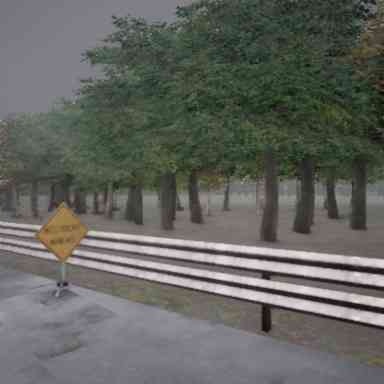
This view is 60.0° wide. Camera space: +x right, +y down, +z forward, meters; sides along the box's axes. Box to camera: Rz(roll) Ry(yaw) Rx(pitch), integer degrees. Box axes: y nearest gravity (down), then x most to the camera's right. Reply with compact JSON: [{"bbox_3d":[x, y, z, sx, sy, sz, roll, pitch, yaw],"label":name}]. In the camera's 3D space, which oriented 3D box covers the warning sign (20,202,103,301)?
[{"bbox_3d":[-2.810,1.163,7.225,1.060,1.860,1.300,0,0,36],"label":"warning sign"}]
